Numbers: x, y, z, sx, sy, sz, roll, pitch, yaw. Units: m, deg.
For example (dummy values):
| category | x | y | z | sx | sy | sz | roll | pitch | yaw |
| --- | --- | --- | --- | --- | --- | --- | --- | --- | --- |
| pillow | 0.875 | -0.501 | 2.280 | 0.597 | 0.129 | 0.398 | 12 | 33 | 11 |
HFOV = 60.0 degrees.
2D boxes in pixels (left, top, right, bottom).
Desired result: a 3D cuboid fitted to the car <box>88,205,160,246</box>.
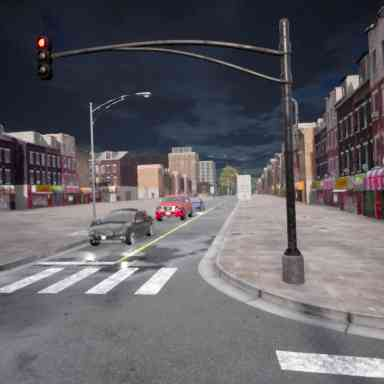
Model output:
| category | x | y | z | sx | sy | sz | roll | pitch | yaw |
| --- | --- | --- | --- | --- | --- | --- | --- | --- | --- |
| car | -3.186 | 1.583 | 15.801 | 1.837 | 1.490 | 4.892 | -2 | 0 | 9 |

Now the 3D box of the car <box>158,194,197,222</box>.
| category | x | y | z | sx | sy | sz | roll | pitch | yaw |
| --- | --- | --- | --- | --- | --- | --- | --- | --- | --- |
| car | -1.348 | 1.201 | 27.171 | 2.150 | 2.045 | 5.566 | -2 | 0 | 9 |

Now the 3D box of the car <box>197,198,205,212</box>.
| category | x | y | z | sx | sy | sz | roll | pitch | yaw |
| --- | --- | --- | --- | --- | --- | --- | --- | --- | --- |
| car | 0.315 | 1.413 | 37.236 | 1.812 | 1.442 | 4.674 | -2 | 0 | 9 |
